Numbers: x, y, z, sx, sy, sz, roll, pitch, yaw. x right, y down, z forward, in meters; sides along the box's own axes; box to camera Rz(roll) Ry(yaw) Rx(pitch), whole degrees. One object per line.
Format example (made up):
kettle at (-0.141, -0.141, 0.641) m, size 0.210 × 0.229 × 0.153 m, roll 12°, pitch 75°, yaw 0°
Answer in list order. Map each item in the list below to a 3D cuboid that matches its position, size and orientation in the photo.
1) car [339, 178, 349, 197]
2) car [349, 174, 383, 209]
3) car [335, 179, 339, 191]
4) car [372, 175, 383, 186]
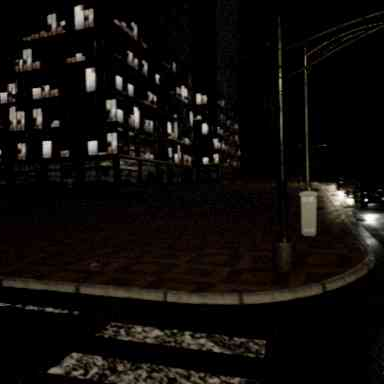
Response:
car at (15.421, -0.411, 31.503) m, size 1.882 × 1.535 × 5.008 m, roll -1°, pitch 3°, yaw 19°
car at (12.044, -0.109, 21.916) m, size 2.150 × 2.045 × 5.566 m, roll -1°, pitch 3°, yaw 19°
car at (18.827, -0.957, 41.108) m, size 2.128 × 1.511 × 4.902 m, roll -1°, pitch 3°, yaw 19°
car at (28.907, -1.765, 50.317) m, size 2.128 × 1.511 × 4.902 m, roll -3°, pitch 1°, yaw 19°
